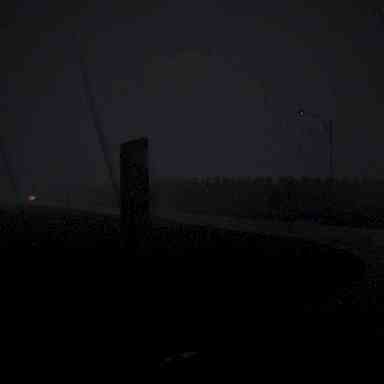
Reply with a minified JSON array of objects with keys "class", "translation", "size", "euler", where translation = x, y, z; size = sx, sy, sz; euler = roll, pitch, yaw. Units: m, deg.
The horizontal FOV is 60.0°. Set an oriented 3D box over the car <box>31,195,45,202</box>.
[{"class":"car","translation":[-39.265,1.867,85.496],"size":[1.895,1.301,4.718],"euler":[-1,0,-36]}]
